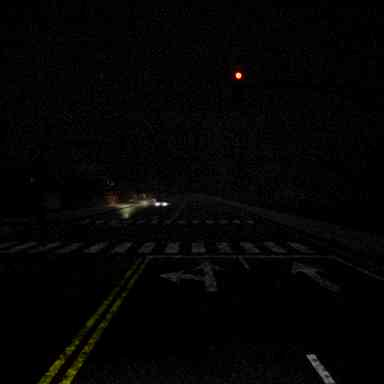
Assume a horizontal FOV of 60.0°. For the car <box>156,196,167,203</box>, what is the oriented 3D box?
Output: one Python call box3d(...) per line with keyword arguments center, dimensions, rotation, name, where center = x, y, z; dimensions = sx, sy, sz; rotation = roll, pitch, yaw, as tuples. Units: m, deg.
box3d(center=(-6.364, 1.554, 68.840), dimensions=(1.895, 1.301, 4.718), rotation=(0, 0, 0), name="car")
